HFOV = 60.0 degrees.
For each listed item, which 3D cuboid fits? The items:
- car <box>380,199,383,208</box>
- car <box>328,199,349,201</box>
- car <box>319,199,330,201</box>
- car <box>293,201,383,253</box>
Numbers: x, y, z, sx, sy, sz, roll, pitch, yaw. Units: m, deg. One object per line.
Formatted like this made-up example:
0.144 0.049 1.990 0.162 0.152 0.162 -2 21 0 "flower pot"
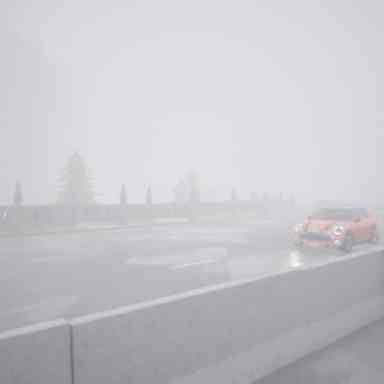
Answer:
28.533 1.818 48.916 1.812 1.442 4.674 0 -1 20 "car"
12.582 1.630 26.739 1.882 1.535 5.008 0 -1 37 "car"
14.150 1.574 35.231 2.097 1.767 4.553 0 -1 31 "car"
6.217 1.422 14.242 4.553 1.767 2.097 0 -1 -45 "car"
